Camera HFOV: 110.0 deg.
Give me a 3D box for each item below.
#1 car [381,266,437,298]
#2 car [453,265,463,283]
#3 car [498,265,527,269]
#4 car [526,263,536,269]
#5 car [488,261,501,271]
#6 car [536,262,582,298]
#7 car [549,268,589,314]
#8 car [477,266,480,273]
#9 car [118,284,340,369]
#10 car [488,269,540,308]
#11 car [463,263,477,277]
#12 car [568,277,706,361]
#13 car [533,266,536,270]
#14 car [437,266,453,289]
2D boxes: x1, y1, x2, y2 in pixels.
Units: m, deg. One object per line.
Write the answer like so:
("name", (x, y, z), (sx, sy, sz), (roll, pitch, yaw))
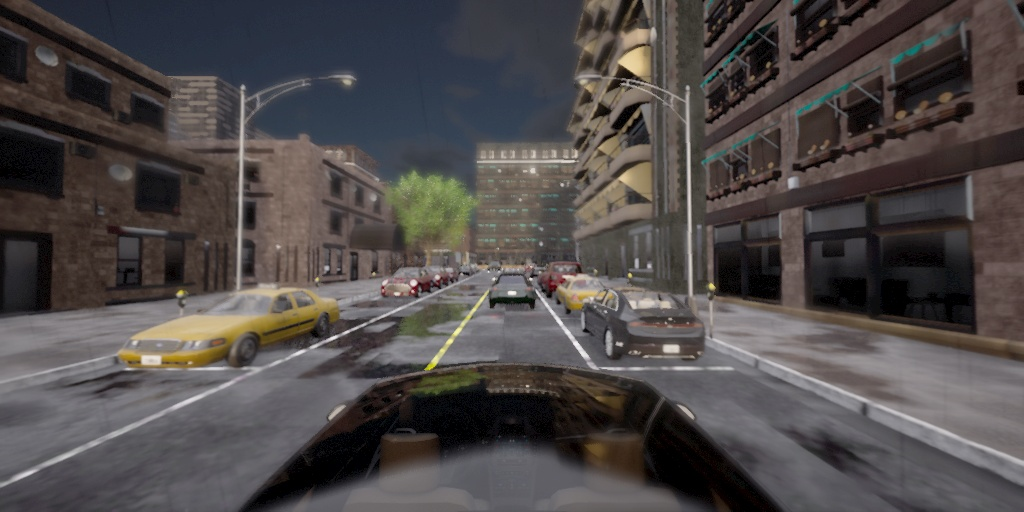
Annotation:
("car", (-5.643, 1.358, 19.562), (1.967, 1.591, 4.097), (0, 0, 0))
("car", (-5.633, 1.610, 30.936), (1.802, 1.307, 4.207), (0, 0, 0))
("car", (0.026, 1.630, 30.975), (1.895, 1.301, 4.718), (0, -1, 0))
("car", (2.719, 1.650, 36.674), (1.948, 1.339, 4.313), (0, 0, 0))
("car", (-2.953, 1.679, 61.545), (2.097, 1.767, 4.553), (0, 0, 0))
("car", (2.705, 1.234, 19.615), (2.192, 1.841, 5.009), (0, 0, 0))
("car", (2.701, 1.391, 14.098), (1.751, 1.417, 4.829), (0, 0, 0))
("car", (-5.619, 1.746, 47.996), (2.007, 1.370, 4.403), (0, 0, 0))
("car", (-5.652, 1.336, 8.020), (1.751, 1.417, 4.829), (0, 0, 0))
("car", (0.017, 1.450, 16.136), (1.994, 1.385, 4.181), (0, 0, 0))
("car", (-5.624, 1.705, 42.308), (1.948, 1.339, 4.313), (0, 0, 0))
("car", (2.696, 1.362, 8.242), (2.007, 1.370, 4.403), (0, 0, 0))
("car", (2.710, 1.556, 25.301), (1.802, 1.307, 4.207), (0, 0, 0))
("car", (-5.638, 1.413, 25.250), (1.967, 1.591, 4.097), (0, 0, 0))
